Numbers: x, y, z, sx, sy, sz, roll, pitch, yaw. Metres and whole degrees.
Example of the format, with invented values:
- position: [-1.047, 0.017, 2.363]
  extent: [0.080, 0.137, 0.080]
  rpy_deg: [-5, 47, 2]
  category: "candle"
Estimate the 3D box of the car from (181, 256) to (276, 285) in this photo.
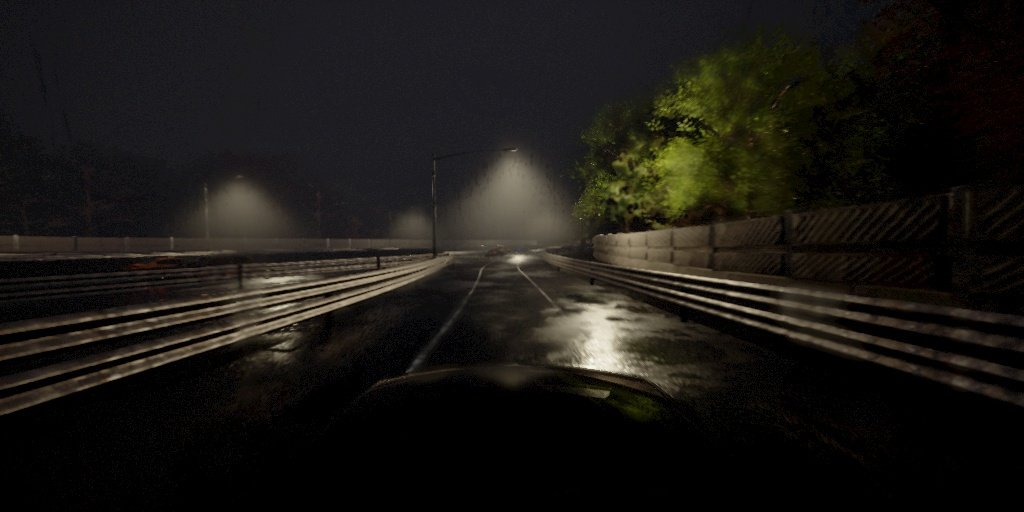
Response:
- position: [-17.999, 0.770, 23.364]
  extent: [2.097, 1.767, 4.553]
  rpy_deg: [1, 2, 23]
  category: "car"

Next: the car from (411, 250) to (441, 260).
- position: [-11.431, -0.072, 47.897]
  extent: [1.837, 1.490, 4.892]
  rpy_deg: [1, 2, 23]
  category: "car"

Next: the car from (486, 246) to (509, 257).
- position: [-2.686, -0.510, 59.412]
  extent: [1.994, 1.385, 4.181]
  rpy_deg: [1, 3, 23]
  category: "car"

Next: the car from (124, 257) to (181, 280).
- position: [-24.506, 0.838, 25.947]
  extent: [1.882, 1.535, 5.008]
  rpy_deg: [1, 2, 23]
  category: "car"

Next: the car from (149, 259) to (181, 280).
- position: [-21.235, 0.988, 24.710]
  extent: [1.895, 1.301, 4.718]
  rpy_deg: [1, 2, 23]
  category: "car"
